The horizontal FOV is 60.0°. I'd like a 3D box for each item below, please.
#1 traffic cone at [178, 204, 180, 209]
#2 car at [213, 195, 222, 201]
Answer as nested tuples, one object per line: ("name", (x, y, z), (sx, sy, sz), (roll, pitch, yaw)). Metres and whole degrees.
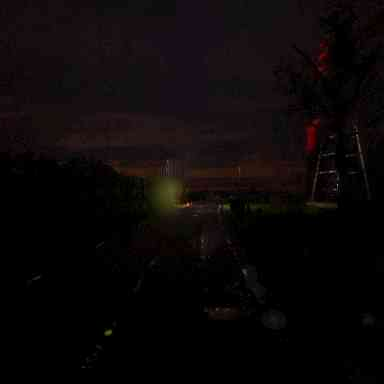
("traffic cone", (-1.742, 1.903, 43.552), (0.340, 0.580, 0.340), (0, 0, 5))
("car", (6.431, 1.431, 84.773), (1.812, 1.442, 4.674), (0, 0, 11))
